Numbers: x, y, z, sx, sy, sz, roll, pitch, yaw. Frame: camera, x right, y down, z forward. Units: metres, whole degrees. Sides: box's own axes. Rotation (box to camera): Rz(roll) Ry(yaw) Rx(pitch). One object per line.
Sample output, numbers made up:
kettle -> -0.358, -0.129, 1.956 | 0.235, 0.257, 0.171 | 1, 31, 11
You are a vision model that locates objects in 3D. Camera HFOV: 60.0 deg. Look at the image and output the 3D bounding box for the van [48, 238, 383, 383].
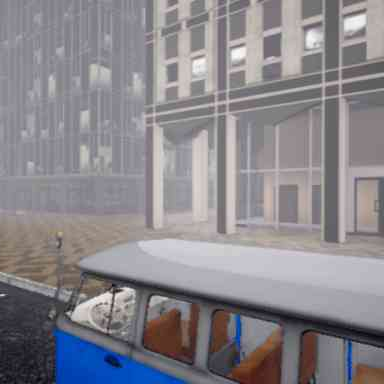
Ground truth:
van -> 0.626, 1.346, 2.417 | 3.998, 1.788, 1.690 | 0, 0, 36
